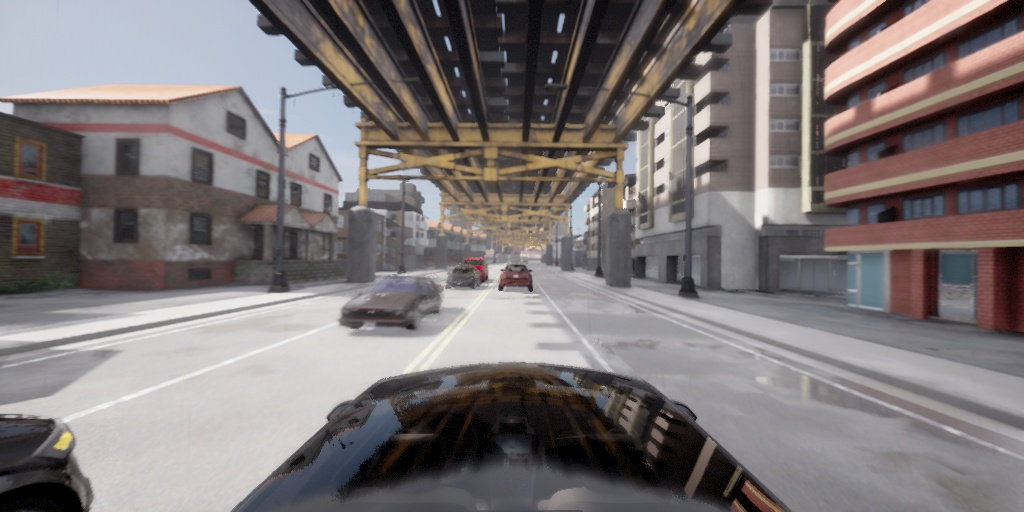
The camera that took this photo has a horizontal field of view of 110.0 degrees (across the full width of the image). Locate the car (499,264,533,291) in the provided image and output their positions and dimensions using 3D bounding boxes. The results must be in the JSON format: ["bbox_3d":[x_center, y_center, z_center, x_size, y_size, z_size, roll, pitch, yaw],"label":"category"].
[{"bbox_3d":[0.283,1.302,24.343,2.097,1.767,4.553,1,0,1],"label":"car"}]

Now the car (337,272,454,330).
[{"bbox_3d":[-3.476,1.342,11.543,2.033,1.411,5.357,1,-1,1],"label":"car"}]

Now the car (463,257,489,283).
[{"bbox_3d":[-3.184,1.140,30.562,2.150,2.045,5.566,1,1,1],"label":"car"}]

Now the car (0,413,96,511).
[{"bbox_3d":[-3.615,1.248,0.446,1.994,1.385,4.181,1,-1,1],"label":"car"}]

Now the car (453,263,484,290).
[{"bbox_3d":[-3.216,1.458,24.428,1.837,1.490,4.892,1,0,1],"label":"car"}]
